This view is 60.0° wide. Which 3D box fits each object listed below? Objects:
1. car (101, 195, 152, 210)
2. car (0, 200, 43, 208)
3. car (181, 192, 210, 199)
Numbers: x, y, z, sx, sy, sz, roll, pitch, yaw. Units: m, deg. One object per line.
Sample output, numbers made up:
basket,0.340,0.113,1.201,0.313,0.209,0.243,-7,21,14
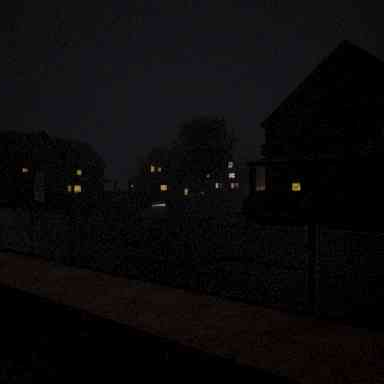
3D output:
car,-5.843,0.987,29.480,2.033,1.411,5.357,1,2,36
car,-11.984,1.236,20.871,2.033,1.411,5.357,1,2,35
car,0.461,0.748,38.300,1.994,1.385,4.181,1,2,36
